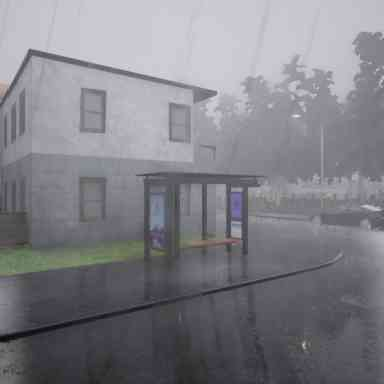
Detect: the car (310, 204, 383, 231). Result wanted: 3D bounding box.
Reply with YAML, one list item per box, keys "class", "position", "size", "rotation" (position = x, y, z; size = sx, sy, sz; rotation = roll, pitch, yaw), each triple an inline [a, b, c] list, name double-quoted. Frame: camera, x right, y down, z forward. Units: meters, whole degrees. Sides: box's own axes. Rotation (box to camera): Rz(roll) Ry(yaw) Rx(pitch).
- class: "car"
  position: [9.913, 1.478, 20.985]
  size: [1.882, 1.535, 5.008]
  rotation: [-1, 1, -38]

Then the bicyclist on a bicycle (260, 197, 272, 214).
- class: "bicyclist on a bicycle"
  position: [7.200, 1.349, 32.448]
  size: [1.656, 1.620, 0.582]
  rotation: [0, 0, -35]
